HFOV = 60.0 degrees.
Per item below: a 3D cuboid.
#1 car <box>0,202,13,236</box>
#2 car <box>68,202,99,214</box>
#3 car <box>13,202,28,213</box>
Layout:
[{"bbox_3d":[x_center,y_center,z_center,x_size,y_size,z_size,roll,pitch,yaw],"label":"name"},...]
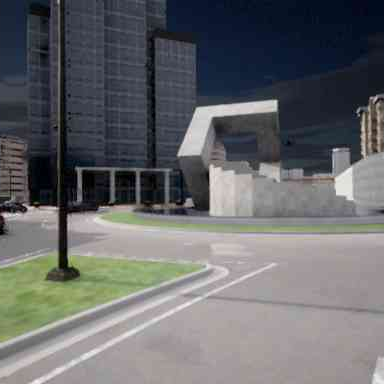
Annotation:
[{"bbox_3d":[-11.423,1.583,17.040,2.097,1.767,4.553,-1,0,-5],"label":"car"},{"bbox_3d":[-14.305,1.997,43.184,2.033,1.411,5.357,-1,-1,22],"label":"car"},{"bbox_3d":[-23.991,2.053,44.453,4.892,1.490,1.837,-1,0,31],"label":"car"}]
